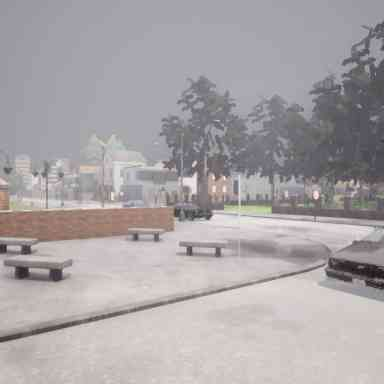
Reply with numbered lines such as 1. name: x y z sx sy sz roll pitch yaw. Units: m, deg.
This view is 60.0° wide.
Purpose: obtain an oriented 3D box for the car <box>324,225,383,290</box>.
1. car: 5.757 1.547 8.703 5.357 1.411 2.033 0 0 -35

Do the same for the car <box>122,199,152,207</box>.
1. car: -5.825 1.525 35.192 1.812 1.442 4.674 0 0 -35

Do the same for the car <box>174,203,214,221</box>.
1. car: -0.302 1.600 27.379 1.895 1.301 4.718 0 0 -35
